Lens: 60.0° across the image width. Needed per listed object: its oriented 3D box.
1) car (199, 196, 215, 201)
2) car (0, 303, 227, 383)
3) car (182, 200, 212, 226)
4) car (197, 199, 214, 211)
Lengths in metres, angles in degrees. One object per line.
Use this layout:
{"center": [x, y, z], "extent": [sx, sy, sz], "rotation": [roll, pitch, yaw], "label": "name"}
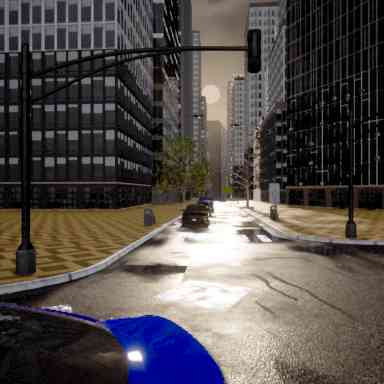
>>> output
{"center": [1.928, 1.554, 45.986], "extent": [2.150, 2.045, 5.566], "rotation": [0, 0, 4], "label": "car"}
{"center": [-2.165, 1.488, 1.618], "extent": [5.008, 1.535, 1.882], "rotation": [0, 0, -25], "label": "car"}
{"center": [0.341, 1.653, 25.168], "extent": [1.882, 1.535, 5.008], "rotation": [0, 0, 4], "label": "car"}
{"center": [1.119, 1.777, 35.357], "extent": [1.812, 1.442, 4.674], "rotation": [0, 0, 4], "label": "car"}
